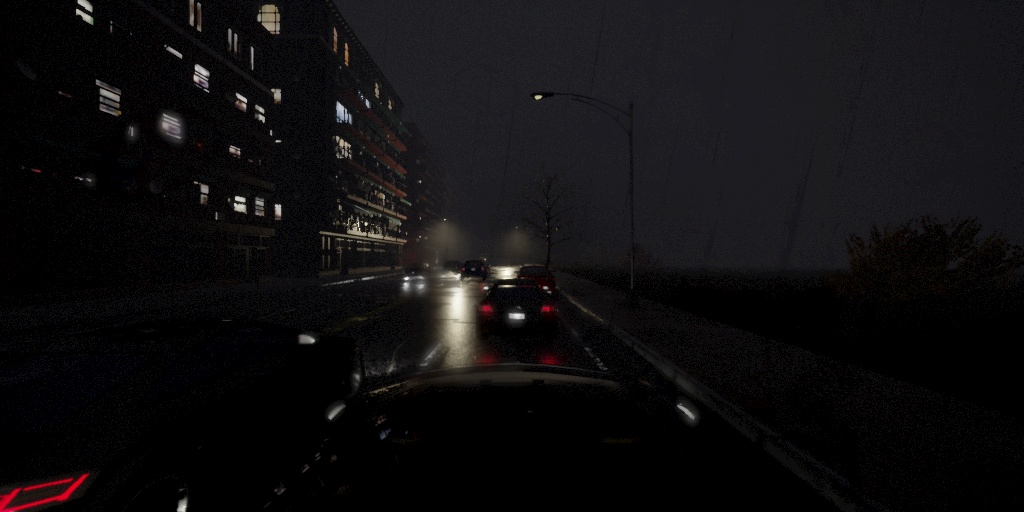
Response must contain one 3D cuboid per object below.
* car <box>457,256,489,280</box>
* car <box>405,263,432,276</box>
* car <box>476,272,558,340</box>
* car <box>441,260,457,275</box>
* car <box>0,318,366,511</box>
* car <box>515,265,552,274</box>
[{"bbox_3d":[-3.122,1.104,30.999,2.097,1.767,4.553,0,0,0],"label":"car"},{"bbox_3d":[-9.817,1.353,37.794,1.895,1.301,4.718,0,0,0],"label":"car"},{"bbox_3d":[0.109,1.315,9.996,1.994,1.385,4.181,0,0,0],"label":"car"},{"bbox_3d":[-6.565,1.229,39.953,1.882,1.535,5.008,0,0,0],"label":"car"},{"bbox_3d":[-3.150,1.314,3.609,1.994,1.385,4.181,0,0,0],"label":"car"},{"bbox_3d":[1.153,1.230,18.916,1.882,1.535,5.008,0,0,0],"label":"car"}]
